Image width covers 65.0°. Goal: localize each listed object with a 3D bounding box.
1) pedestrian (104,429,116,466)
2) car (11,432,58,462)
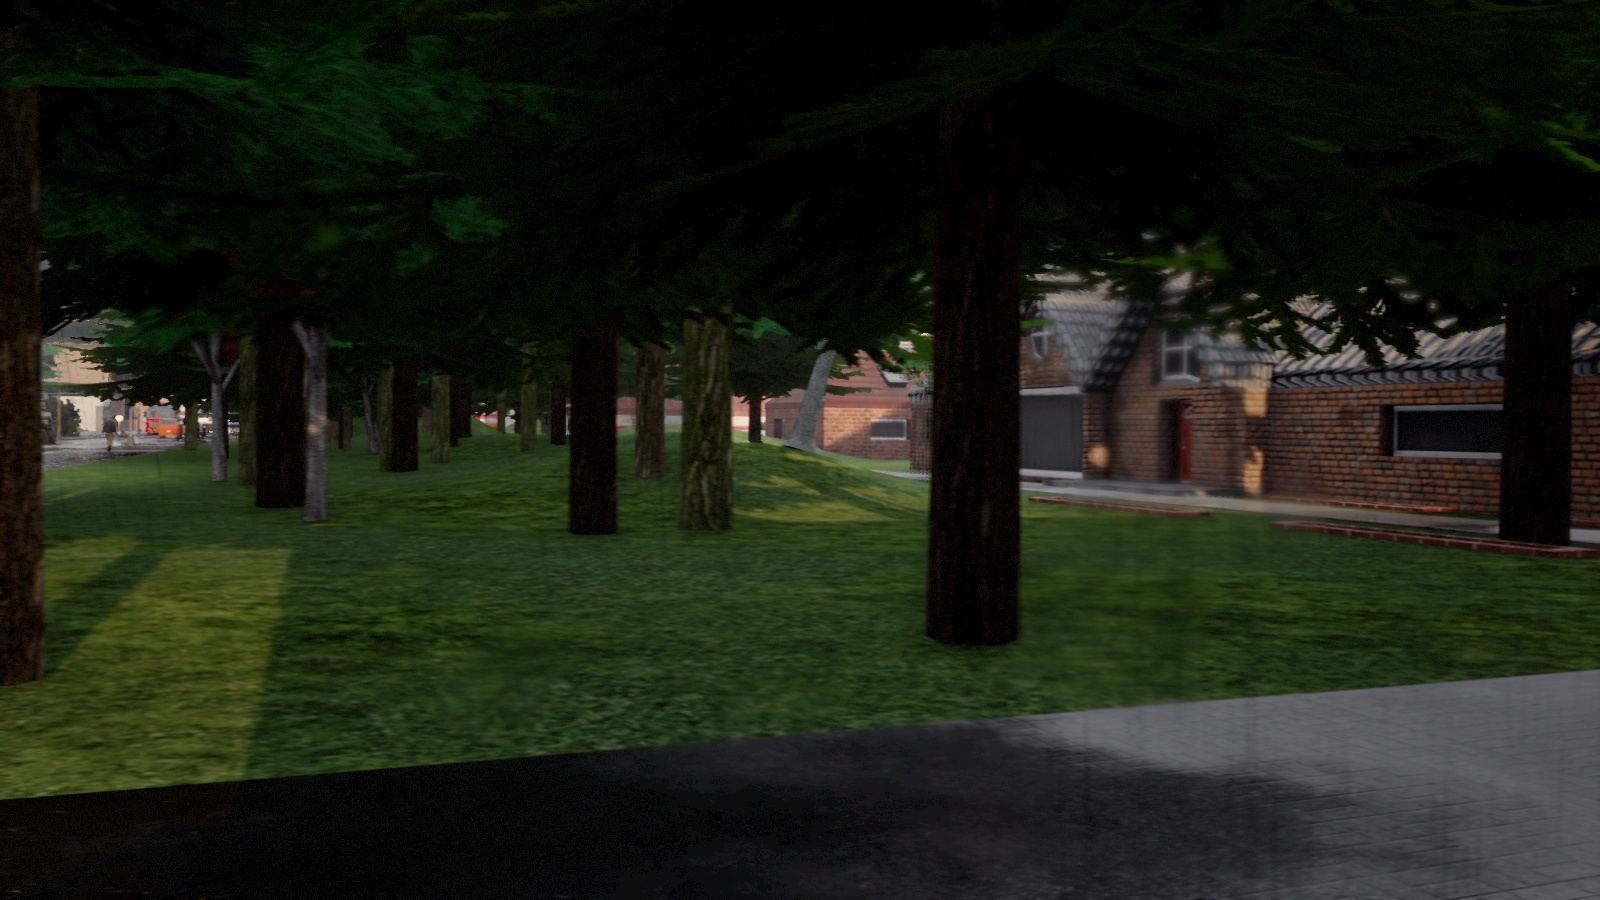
[{"bbox_3d":[-34.178,-0.135,62.195,0.402,1.842,0.726,-1,1,-19],"label":"pedestrian"},{"bbox_3d":[-50.408,-0.208,82.772,1.905,1.878,3.866,-1,1,-21],"label":"car"}]
